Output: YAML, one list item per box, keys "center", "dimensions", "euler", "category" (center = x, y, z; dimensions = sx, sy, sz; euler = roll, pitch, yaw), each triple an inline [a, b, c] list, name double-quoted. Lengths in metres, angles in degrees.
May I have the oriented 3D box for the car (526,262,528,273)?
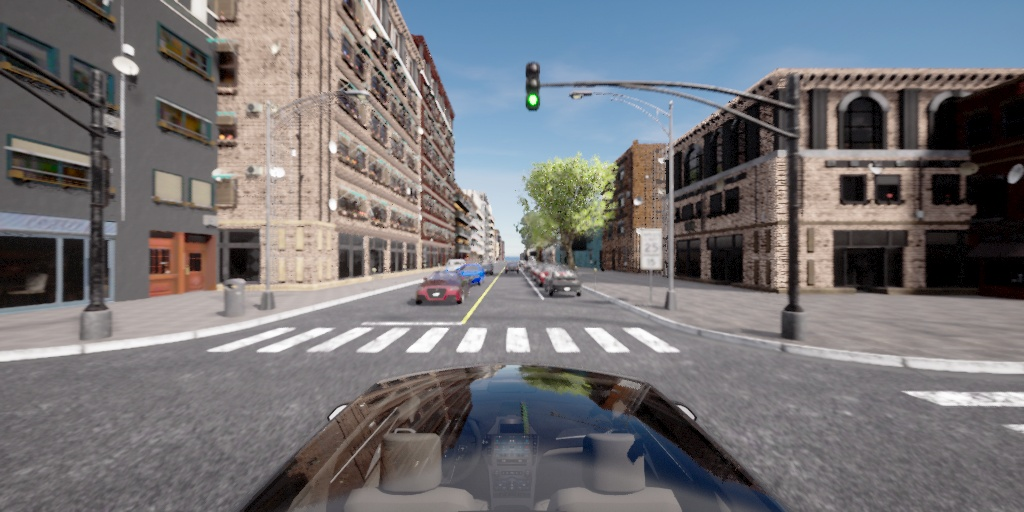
- center: [2.687, 1.505, 36.747]
  dimensions: [1.802, 1.307, 4.207]
  euler: [0, 0, 0]
  category: "car"

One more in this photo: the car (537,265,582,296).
- center: [2.689, 1.386, 19.657]
  dimensions: [2.007, 1.370, 4.403]
  euler: [0, 0, 0]
  category: "car"

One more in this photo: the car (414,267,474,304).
- center: [-3.084, 1.384, 16.605]
  dimensions: [1.994, 1.385, 4.181]
  euler: [0, 0, 0]
  category: "car"

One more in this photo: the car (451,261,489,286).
- center: [-3.084, 1.350, 27.049]
  dimensions: [1.882, 1.535, 5.008]
  euler: [0, 0, 0]
  category: "car"

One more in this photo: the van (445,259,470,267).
- center: [-5.694, 1.263, 36.748]
  dimensions: [1.690, 1.789, 3.998]
  euler: [0, 0, 0]
  category: "van"

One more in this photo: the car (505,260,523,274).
- center: [-0.004, 1.521, 46.013]
  dimensions: [2.033, 1.411, 5.357]
  euler: [0, 0, 0]
  category: "car"

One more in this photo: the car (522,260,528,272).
- center: [2.686, 1.537, 48.140]
  dimensions: [2.007, 1.370, 4.403]
  euler: [0, 0, 0]
  category: "car"

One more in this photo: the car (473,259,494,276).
- center: [-3.059, 1.437, 40.732]
  dimensions: [2.128, 1.511, 4.902]
  euler: [0, 0, 0]
  category: "car"

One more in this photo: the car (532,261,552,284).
- center: [2.689, 1.304, 25.354]
  dimensions: [1.967, 1.591, 4.097]
  euler: [0, 0, 0]
  category: "car"

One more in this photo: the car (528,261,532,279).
- center: [2.688, 1.333, 31.050]
  dimensions: [1.967, 1.591, 4.097]
  euler: [0, 0, 0]
  category: "car"
